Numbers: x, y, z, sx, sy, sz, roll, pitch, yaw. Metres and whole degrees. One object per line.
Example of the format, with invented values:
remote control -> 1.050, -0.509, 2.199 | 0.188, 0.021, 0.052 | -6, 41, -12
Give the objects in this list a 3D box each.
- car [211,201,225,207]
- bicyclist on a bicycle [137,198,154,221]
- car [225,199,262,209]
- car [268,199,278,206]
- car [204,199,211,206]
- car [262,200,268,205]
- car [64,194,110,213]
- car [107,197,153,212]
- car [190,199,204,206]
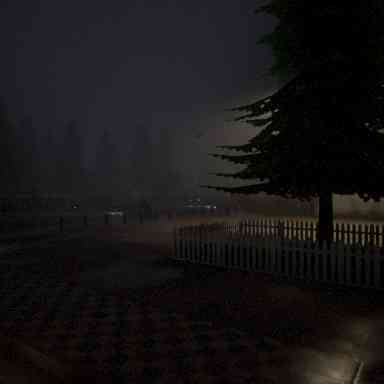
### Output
car -> 5.088, 1.564, 48.990 | 1.994, 1.385, 4.181 | 0, 0, 35
bicyclist on a bicycle -> -3.433, 1.302, 24.414 | 1.656, 1.620, 0.582 | 0, 0, 35
car -> 7.148, 1.215, 45.779 | 2.150, 2.045, 5.566 | 0, -1, 35
car -> 14.267, 1.547, 55.774 | 2.033, 1.411, 5.357 | 0, 0, 36
car -> 4.652, 1.568, 54.509 | 2.033, 1.411, 5.357 | 0, 0, 35
car -> 10.404, 1.547, 56.549 | 2.033, 1.411, 5.357 | 0, 0, 35
car -> -11.659, 1.221, 37.827 | 2.150, 2.045, 5.566 | 0, 0, 35
car -> -6.810, 1.547, 38.598 | 2.033, 1.411, 5.357 | 0, 0, 36
car -> 1.534, 1.350, 56.174 | 2.097, 1.767, 4.553 | 0, 0, 36
